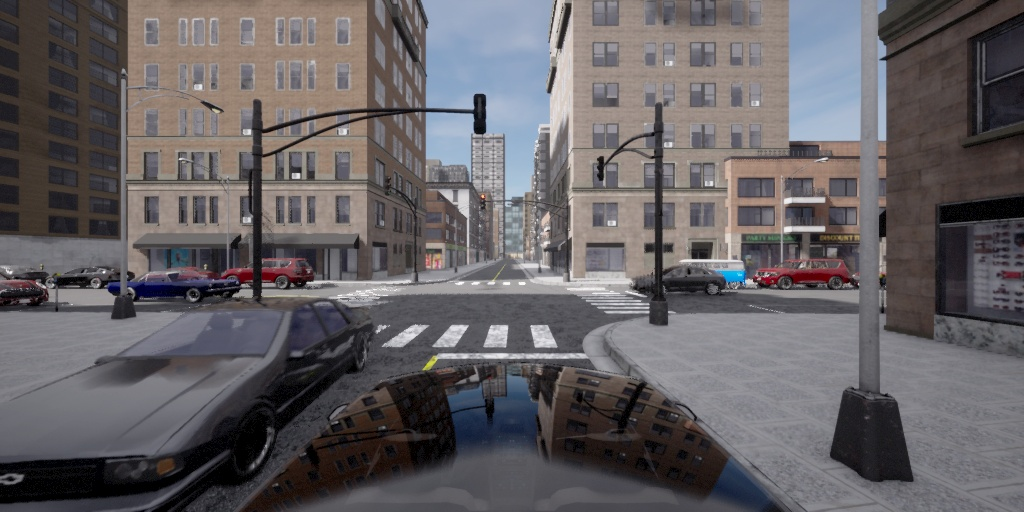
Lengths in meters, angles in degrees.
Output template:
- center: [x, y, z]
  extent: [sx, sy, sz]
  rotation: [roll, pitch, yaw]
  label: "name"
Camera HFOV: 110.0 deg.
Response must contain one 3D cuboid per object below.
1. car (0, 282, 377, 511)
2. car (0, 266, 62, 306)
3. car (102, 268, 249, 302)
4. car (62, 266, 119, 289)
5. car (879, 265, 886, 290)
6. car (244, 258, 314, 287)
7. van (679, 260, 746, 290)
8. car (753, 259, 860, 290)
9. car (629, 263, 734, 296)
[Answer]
- center: [-3.357, 1.297, 4.796]
  extent: [2.033, 1.411, 5.357]
  rotation: [0, 0, -6]
  label: "car"
- center: [-20.457, 1.179, 13.604]
  extent: [4.097, 1.591, 1.967]
  rotation: [0, 0, 0]
  label: "car"
- center: [-15.000, 1.345, 16.155]
  extent: [4.718, 1.301, 1.895]
  rotation: [0, 0, 3]
  label: "car"
- center: [-25.956, 1.299, 22.162]
  extent: [4.313, 1.339, 1.948]
  rotation: [0, 0, 0]
  label: "car"
- center: [23.230, 1.216, 21.877]
  extent: [4.097, 1.591, 1.967]
  rotation: [0, 0, 0]
  label: "car"
- center: [-14.909, 1.059, 22.098]
  extent: [5.009, 1.841, 2.192]
  rotation: [0, 0, 0]
  label: "car"
- center: [12.038, 1.108, 21.942]
  extent: [3.998, 1.789, 1.690]
  rotation: [0, 0, 0]
  label: "van"
- center: [17.634, 1.086, 21.910]
  extent: [5.009, 1.841, 2.192]
  rotation: [0, 0, 0]
  label: "car"
- center: [8.651, 1.269, 18.846]
  extent: [4.892, 1.490, 1.837]
  rotation: [0, 0, -8]
  label: "car"
